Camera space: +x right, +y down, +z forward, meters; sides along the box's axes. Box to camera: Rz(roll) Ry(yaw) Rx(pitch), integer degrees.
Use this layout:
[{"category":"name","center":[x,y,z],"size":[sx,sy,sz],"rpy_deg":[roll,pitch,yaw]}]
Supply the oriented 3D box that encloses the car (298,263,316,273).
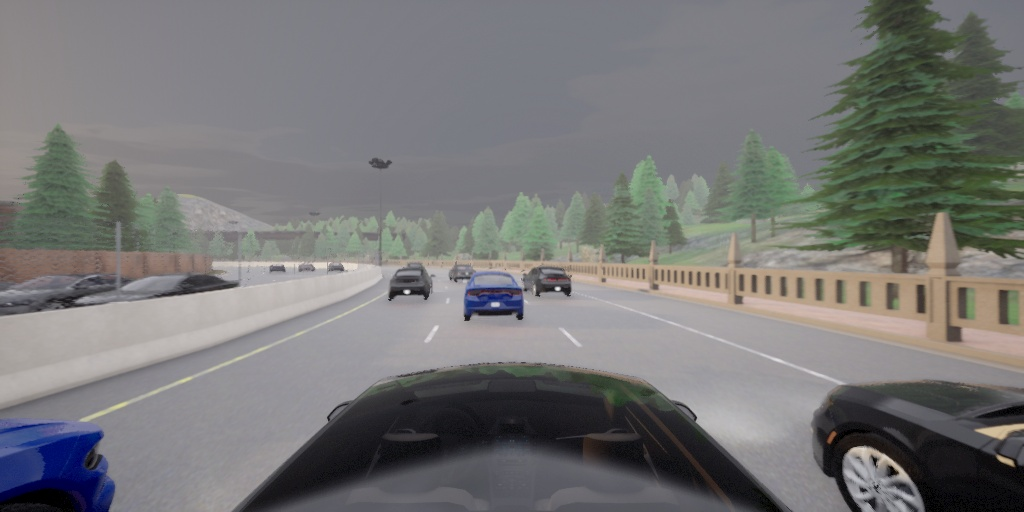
[{"category":"car","center":[-29.571,1.653,51.660],"size":[1.994,1.385,4.181],"rpy_deg":[0,0,-33]}]

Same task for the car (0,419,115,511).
[{"category":"car","center":[-3.518,1.234,0.187],"size":[1.882,1.535,5.008],"rpy_deg":[0,0,1]}]

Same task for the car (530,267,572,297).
[{"category":"car","center":[1.784,1.330,19.584],"size":[1.837,1.490,4.892],"rpy_deg":[0,0,-10]}]

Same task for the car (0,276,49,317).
[{"category":"car","center":[-14.934,1.345,12.182],"size":[2.128,1.511,4.902],"rpy_deg":[0,0,-8]}]

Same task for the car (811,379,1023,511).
[{"category":"car","center":[3.471,1.237,1.043],"size":[1.837,1.490,4.892],"rpy_deg":[0,-1,0]}]

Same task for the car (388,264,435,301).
[{"category":"car","center":[-5.091,1.351,18.371],"size":[1.837,1.490,4.892],"rpy_deg":[0,0,-10]}]

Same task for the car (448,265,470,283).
[{"category":"car","center":[-4.232,1.445,30.381],"size":[2.033,1.411,5.357],"rpy_deg":[0,0,-16]}]

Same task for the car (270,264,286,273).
[{"category":"car","center":[-32.560,1.694,49.870],"size":[1.895,1.301,4.718],"rpy_deg":[0,0,-33]}]

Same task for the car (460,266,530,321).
[{"category":"car","center":[-0.757,1.282,12.929],"size":[1.882,1.535,5.008],"rpy_deg":[0,0,-6]}]

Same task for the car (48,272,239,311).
[{"category":"car","center":[-11.392,1.317,11.947],"size":[1.882,1.535,5.008],"rpy_deg":[0,0,-7]}]

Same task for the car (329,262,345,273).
[{"category":"car","center":[-25.065,1.618,51.206],"size":[2.033,1.411,5.357],"rpy_deg":[0,0,-31]}]
